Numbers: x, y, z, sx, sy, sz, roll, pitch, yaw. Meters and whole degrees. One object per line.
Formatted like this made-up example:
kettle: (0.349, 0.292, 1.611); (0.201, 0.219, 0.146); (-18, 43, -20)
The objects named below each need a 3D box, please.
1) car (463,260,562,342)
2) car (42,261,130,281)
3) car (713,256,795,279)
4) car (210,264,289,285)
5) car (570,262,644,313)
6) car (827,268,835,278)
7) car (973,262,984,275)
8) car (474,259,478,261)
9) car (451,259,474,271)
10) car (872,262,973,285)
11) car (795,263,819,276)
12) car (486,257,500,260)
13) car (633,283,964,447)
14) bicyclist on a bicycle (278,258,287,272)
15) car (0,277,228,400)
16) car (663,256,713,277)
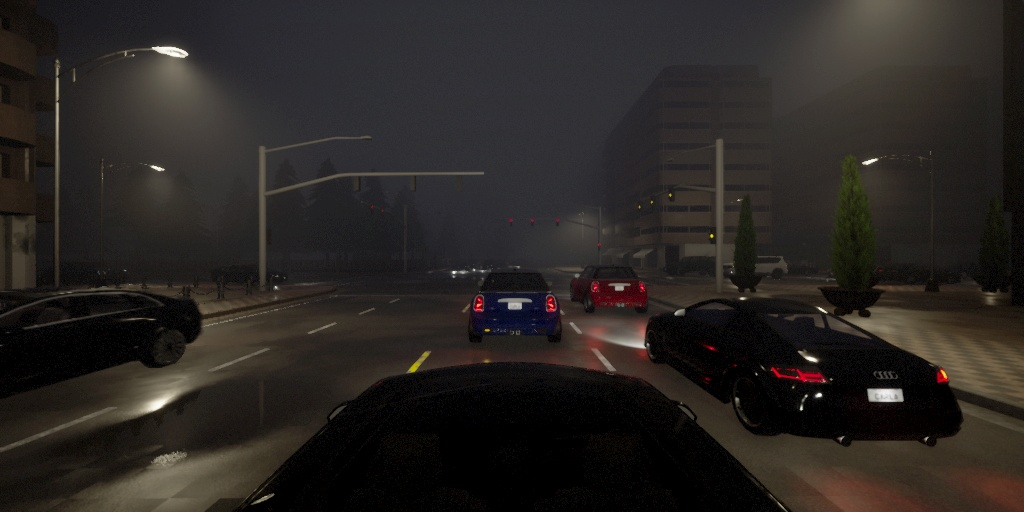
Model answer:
car: (0.081, 1.099, 9.881); (2.097, 1.767, 4.553); (0, 0, 0)
car: (-30.252, 1.149, 25.585); (4.553, 1.767, 2.097); (0, 0, 0)
car: (22.160, 1.015, 32.999); (5.566, 2.045, 2.150); (0, 0, 0)
car: (-18.679, 1.300, 25.631); (4.892, 1.490, 1.837); (0, 0, 0)
car: (3.602, 1.097, 14.109); (2.097, 1.767, 4.553); (0, 0, 0)
car: (31.798, 1.319, 33.034); (4.674, 1.442, 1.812); (0, 0, 0)
car: (42.122, 1.271, 33.060); (5.008, 1.535, 1.882); (0, 0, 0)
car: (-6.260, 1.233, 57.512); (1.837, 1.490, 4.892); (0, 0, 7)
car: (-6.871, 1.296, 48.624); (1.994, 1.385, 4.181); (0, 0, 2)
car: (29.198, 1.288, 25.827); (4.902, 1.511, 2.128); (0, 0, 0)
car: (28.172, 1.393, 36.522); (4.718, 1.301, 1.895); (0, 0, 0)
car: (-3.231, 1.235, 52.289); (1.837, 1.490, 4.892); (0, 0, 3)
car: (3.605, 1.313, 5.469); (1.994, 1.385, 4.181); (0, 0, 0)
bicyclist on a bicycle: (-25.621, 1.092, 40.086); (0.582, 1.620, 1.656); (0, 0, 0)
car: (-7.081, 1.240, 5.073); (2.128, 1.511, 4.902); (0, 0, 0)
car: (18.413, 1.014, 36.483); (5.566, 2.045, 2.150); (0, 0, 0)
